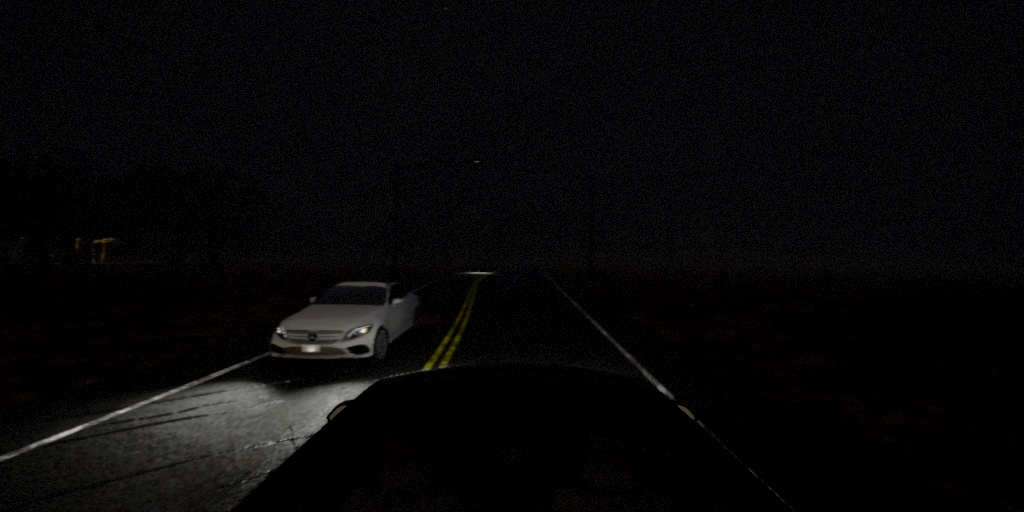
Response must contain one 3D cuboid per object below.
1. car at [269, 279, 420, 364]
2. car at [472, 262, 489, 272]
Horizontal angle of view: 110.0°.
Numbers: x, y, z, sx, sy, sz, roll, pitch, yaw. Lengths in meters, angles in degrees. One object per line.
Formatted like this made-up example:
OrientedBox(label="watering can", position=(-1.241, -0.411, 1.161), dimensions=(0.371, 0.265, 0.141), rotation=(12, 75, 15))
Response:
OrientedBox(label="car", position=(-3.372, 1.278, 8.233), dimensions=(1.812, 1.442, 4.674), rotation=(1, -1, -2))
OrientedBox(label="car", position=(-4.305, 1.479, 50.237), dimensions=(2.033, 1.411, 5.357), rotation=(1, 0, 3))
